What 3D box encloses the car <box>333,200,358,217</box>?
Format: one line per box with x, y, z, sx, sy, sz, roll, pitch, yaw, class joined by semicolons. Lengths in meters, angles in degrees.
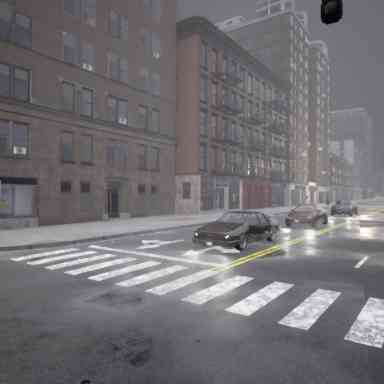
14.797;1.543;32.240;1.837;1.490;4.892;0;0;36;car

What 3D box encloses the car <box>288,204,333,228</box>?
7.902;1.549;22.649;1.812;1.442;4.674;0;0;36;car

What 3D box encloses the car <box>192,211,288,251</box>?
2.203;1.560;14.687;2.033;1.411;5.357;0;0;36;car
